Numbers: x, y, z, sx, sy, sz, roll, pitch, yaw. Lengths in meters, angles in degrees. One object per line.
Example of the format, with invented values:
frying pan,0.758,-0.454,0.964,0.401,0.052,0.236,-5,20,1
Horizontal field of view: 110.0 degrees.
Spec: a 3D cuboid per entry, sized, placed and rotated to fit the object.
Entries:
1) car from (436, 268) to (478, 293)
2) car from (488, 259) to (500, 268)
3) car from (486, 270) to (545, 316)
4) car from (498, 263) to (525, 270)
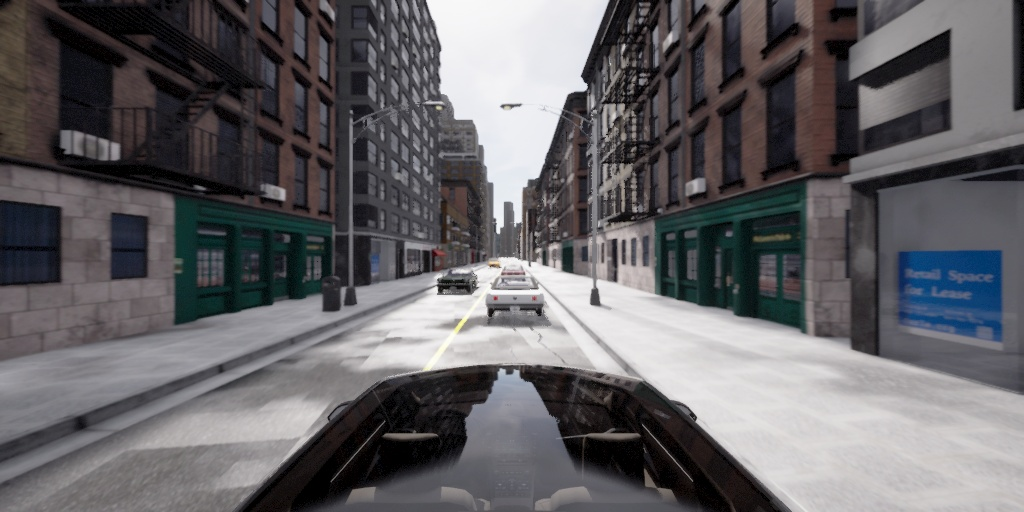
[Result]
car,-3.100,1.377,21.023,1.895,1.301,4.718,0,0,0
car,-3.038,1.298,62.206,1.882,1.535,5.008,0,0,1
car,0.100,1.367,13.488,1.895,1.301,4.718,0,0,0
car,0.101,1.387,29.056,1.895,1.301,4.718,0,0,0
